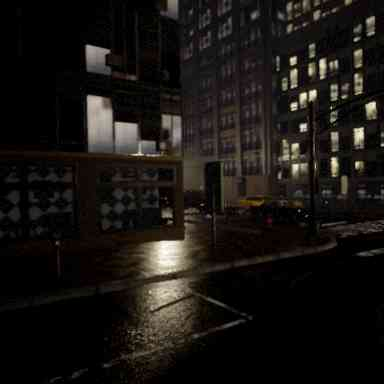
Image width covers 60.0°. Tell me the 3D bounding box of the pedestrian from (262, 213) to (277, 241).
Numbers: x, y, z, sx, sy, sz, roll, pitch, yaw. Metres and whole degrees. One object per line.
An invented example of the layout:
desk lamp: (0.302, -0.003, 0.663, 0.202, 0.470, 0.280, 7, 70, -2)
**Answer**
pedestrian: (3.206, 1.039, 13.799, 0.375, 1.860, 0.375, -2, 0, -35)

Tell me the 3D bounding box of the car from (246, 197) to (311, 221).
car: (6.550, 1.302, 24.480, 1.895, 1.301, 4.718, -2, 2, -35)

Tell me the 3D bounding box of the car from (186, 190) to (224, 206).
car: (1.603, 0.710, 41.878, 2.192, 1.841, 5.009, -1, 1, -34)

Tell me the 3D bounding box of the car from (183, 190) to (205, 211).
car: (0.932, 0.834, 32.617, 2.150, 2.045, 5.566, -2, 2, -34)

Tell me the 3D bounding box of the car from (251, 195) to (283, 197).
car: (6.077, 1.046, 30.785, 1.882, 1.535, 5.008, -2, 2, -34)

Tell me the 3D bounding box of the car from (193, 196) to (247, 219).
car: (2.338, 1.286, 26.073, 2.008, 1.369, 4.403, -1, 1, -34)

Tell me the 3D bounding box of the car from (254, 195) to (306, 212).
car: (8.341, 1.029, 32.012, 1.752, 1.417, 4.829, -1, 1, -34)
